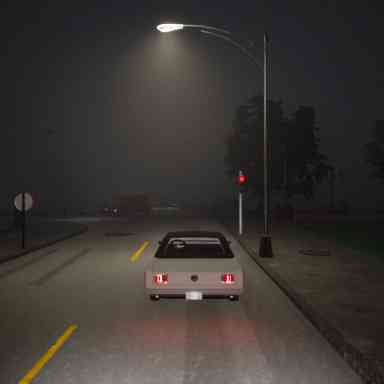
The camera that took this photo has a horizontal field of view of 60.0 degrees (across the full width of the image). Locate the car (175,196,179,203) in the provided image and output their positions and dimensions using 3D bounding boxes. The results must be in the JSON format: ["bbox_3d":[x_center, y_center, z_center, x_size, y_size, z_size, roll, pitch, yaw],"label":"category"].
[{"bbox_3d":[-4.016,1.547,64.010,2.033,1.411,5.357,0,0,1],"label":"car"}]

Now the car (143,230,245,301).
[{"bbox_3d":[0.061,1.601,8.278,1.895,1.301,4.718,0,0,0],"label":"car"}]

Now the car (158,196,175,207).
[{"bbox_3d":[-4.070,1.504,50.147,1.837,1.490,4.892,0,0,0],"label":"car"}]

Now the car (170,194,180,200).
[{"bbox_3d":[-3.960,1.154,79.130,2.033,1.411,5.357,0,0,0],"label":"car"}]

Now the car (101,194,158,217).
[{"bbox_3d":[-6.135,1.223,32.063,2.150,2.045,5.566,2,1,34],"label":"car"}]

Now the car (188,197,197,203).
[{"bbox_3d":[0.035,1.601,69.468,1.895,1.301,4.718,0,0,0],"label":"car"}]
